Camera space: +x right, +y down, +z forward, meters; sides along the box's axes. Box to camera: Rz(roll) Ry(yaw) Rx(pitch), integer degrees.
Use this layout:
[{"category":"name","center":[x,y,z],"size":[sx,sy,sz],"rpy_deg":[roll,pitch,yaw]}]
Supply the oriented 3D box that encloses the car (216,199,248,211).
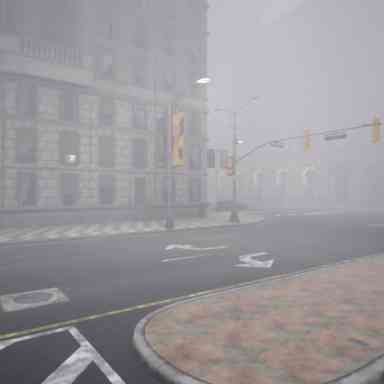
[{"category":"car","center":[4.869,1.564,40.737],"size":[1.994,1.385,4.181],"rpy_deg":[0,0,-35]}]

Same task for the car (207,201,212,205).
[{"category":"car","center":[0.853,1.547,52.396],"size":[2.033,1.411,5.357],"rpy_deg":[0,0,-35]}]
